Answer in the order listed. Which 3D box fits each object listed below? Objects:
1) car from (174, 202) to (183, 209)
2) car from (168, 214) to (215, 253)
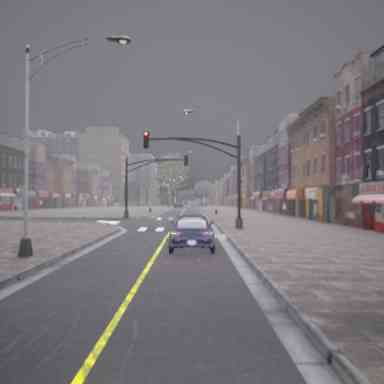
[{"bbox_3d":[-2.782,2.816,69.155,1.895,1.301,4.718,0,-1,0],"label":"car"},{"bbox_3d":[-0.002,1.693,14.367,1.812,1.442,4.674,0,-1,0],"label":"car"}]
